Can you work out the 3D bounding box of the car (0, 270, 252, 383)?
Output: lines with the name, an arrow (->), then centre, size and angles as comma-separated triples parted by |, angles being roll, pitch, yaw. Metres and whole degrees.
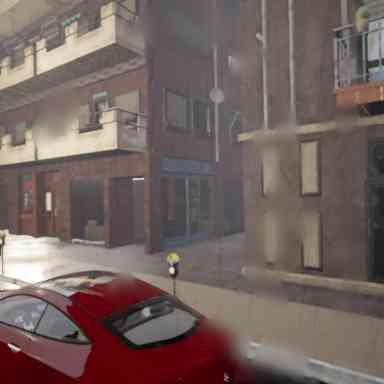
car -> -1.381, 1.599, 3.839 | 4.206, 1.307, 1.802 | 0, -1, 36
